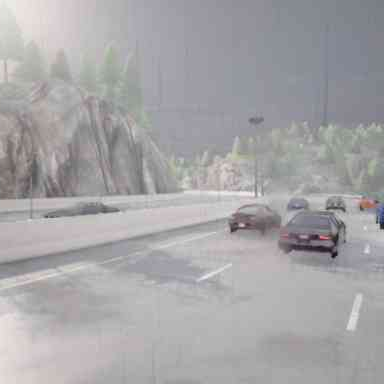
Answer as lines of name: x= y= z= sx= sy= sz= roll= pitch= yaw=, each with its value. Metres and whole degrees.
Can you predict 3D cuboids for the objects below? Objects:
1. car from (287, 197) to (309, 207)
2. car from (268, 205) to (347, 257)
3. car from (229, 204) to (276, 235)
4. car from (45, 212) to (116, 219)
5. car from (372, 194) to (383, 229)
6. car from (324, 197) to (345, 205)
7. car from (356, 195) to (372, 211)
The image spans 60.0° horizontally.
car: x=11.243 y=1.257 z=35.129 sx=1.994 sy=1.385 sz=4.181 roll=0 pitch=1 yaw=22
car: x=4.704 y=1.436 z=12.614 sx=2.033 sy=1.411 sz=5.357 roll=0 pitch=1 yaw=28
car: x=3.413 y=1.369 z=17.738 sx=1.812 sy=1.442 sz=4.674 roll=0 pitch=1 yaw=27
car: x=-6.846 y=1.357 z=21.109 sx=2.033 sy=1.411 sz=5.357 roll=0 pitch=1 yaw=28
car: x=12.173 y=1.052 z=19.630 sx=2.150 sy=2.045 sz=5.566 roll=0 pitch=1 yaw=26
car: x=14.622 y=1.251 z=34.056 sx=2.033 sy=1.411 sz=5.357 roll=0 pitch=1 yaw=21
car: x=18.788 y=1.046 z=35.303 sx=2.097 sy=1.767 sz=4.553 roll=0 pitch=1 yaw=21
